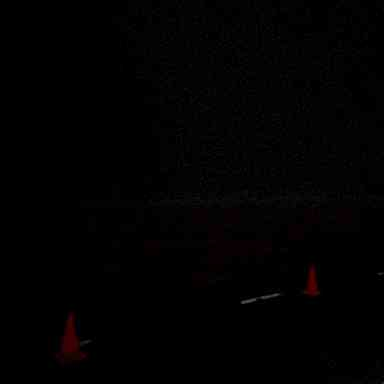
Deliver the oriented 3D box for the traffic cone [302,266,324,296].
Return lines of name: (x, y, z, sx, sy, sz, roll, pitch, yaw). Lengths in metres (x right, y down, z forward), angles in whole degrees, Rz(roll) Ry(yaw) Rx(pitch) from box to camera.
traffic cone: (2.703, 1.960, 7.443, 0.340, 0.580, 0.340, 0, 0, -31)

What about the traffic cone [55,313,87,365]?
traffic cone: (-1.652, 1.949, 4.527, 0.340, 0.580, 0.340, 0, 0, -36)
